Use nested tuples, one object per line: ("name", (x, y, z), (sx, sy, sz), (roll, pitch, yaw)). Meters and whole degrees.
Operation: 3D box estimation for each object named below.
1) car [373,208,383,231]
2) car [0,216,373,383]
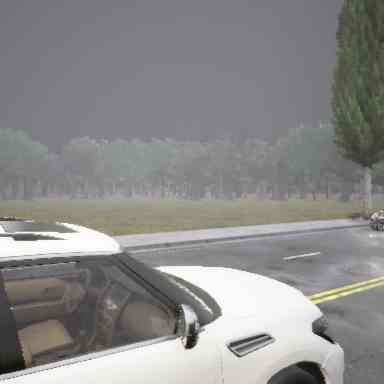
("car", (12.391, 1.344, 19.241), (4.553, 1.767, 2.097), (0, 0, -33))
("car", (-1.316, 1.221, 2.387), (5.566, 2.045, 2.150), (0, 0, -33))
